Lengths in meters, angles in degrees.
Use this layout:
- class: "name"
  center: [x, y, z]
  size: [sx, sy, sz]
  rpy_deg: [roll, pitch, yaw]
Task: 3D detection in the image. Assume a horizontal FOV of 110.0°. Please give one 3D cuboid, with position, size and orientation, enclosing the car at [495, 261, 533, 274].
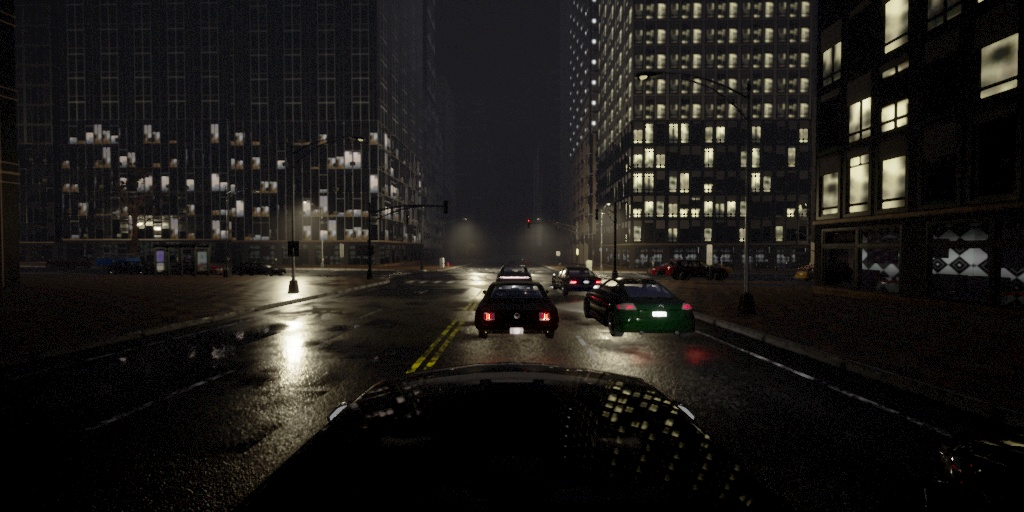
- class: "car"
  center: [0.116, 1.226, 19.286]
  size: [2.128, 1.511, 4.902]
  rpy_deg: [0, 0, 0]

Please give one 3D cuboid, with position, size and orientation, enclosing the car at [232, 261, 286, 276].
- class: "car"
  center: [-22.702, 1.161, 32.195]
  size: [4.313, 1.339, 1.948]
  rpy_deg: [0, 0, 1]

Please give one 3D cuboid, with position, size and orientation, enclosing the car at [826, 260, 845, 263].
- class: "car"
  center: [32.222, 1.338, 37.103]
  size: [4.553, 1.767, 2.097]
  rpy_deg: [1, 1, 1]

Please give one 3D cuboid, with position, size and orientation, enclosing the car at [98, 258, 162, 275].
- class: "car"
  center: [-34.066, 1.057, 32.514]
  size: [4.313, 1.339, 1.948]
  rpy_deg: [0, 0, 1]

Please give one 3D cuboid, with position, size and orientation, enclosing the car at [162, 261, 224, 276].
- class: "car"
  center: [-28.386, 1.126, 32.335]
  size: [4.207, 1.307, 1.802]
  rpy_deg: [0, 0, 1]

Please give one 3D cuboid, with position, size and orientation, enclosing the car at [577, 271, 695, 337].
- class: "car"
  center: [3.366, 1.307, 10.257]
  size: [1.994, 1.385, 4.181]
  rpy_deg: [0, 0, -1]

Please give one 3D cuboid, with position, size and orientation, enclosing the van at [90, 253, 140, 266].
- class: "van"
  center: [-45.248, 0.589, 41.186]
  size: [3.998, 1.789, 1.690]
  rpy_deg: [0, 0, 1]

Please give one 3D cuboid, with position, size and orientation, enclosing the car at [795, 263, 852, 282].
- class: "car"
  center: [27.671, 1.567, 31.417]
  size: [4.829, 1.417, 1.751]
  rpy_deg: [0, 0, 1]

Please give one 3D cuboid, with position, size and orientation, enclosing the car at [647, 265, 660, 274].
- class: "car"
  center: [16.314, 1.411, 37.401]
  size: [4.181, 1.385, 1.994]
  rpy_deg: [1, 1, 1]

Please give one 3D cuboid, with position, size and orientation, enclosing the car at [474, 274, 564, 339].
- class: "car"
  center: [0.107, 1.344, 10.030]
  size: [1.895, 1.301, 4.718]
  rpy_deg: [0, 0, 0]

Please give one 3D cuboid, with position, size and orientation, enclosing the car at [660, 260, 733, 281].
- class: "car"
  center: [16.223, 1.257, 31.626]
  size: [5.009, 1.841, 2.192]
  rpy_deg: [0, 0, 1]

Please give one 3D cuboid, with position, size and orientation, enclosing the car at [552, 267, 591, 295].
- class: "car"
  center: [3.402, 1.281, 19.487]
  size: [2.033, 1.411, 5.357]
  rpy_deg: [0, 0, -3]
